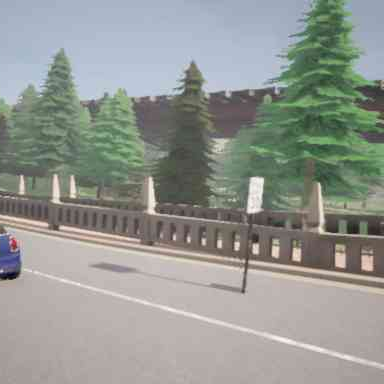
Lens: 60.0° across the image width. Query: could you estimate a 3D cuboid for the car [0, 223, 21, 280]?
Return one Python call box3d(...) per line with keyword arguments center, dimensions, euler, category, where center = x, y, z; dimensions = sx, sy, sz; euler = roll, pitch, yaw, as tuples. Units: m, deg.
box3d(center=(-6.432, 1.274, 8.585), dimensions=(4.553, 1.767, 2.097), euler=(1, 1, 36), category="car")
